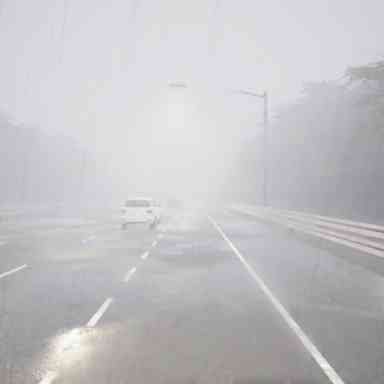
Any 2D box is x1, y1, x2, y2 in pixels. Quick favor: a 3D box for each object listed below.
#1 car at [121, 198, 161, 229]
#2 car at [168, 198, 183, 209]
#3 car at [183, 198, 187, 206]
[{"bbox_3d":[-3.469,1.439,23.473,2.150,2.045,5.566,0,-1,0],"label":"car"},{"bbox_3d":[-3.291,2.112,62.162,2.150,2.045,5.566,0,-1,0],"label":"car"},{"bbox_3d":[-3.048,3.038,91.267,1.994,1.385,4.181,0,-1,1],"label":"car"}]
